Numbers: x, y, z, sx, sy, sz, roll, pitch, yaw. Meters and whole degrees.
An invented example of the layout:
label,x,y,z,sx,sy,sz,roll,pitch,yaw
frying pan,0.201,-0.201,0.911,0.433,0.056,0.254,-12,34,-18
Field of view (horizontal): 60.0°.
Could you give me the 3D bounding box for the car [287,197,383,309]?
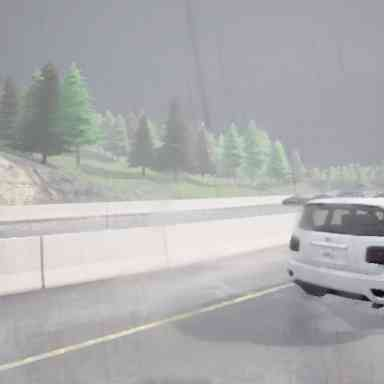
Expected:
label,x,y,z,sx,sy,sz,roll,pitch,yaw
car,4.399,1.124,7.204,5.566,2.045,2.150,0,0,-38
